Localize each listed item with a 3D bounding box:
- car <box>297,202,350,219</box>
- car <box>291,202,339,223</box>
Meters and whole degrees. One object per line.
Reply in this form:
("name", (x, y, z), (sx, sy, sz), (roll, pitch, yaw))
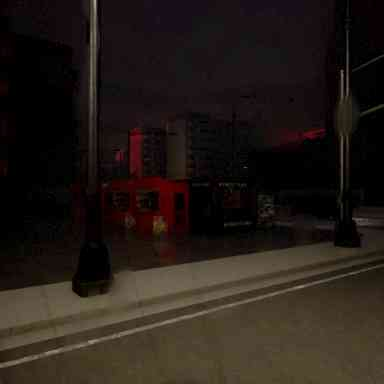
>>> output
("car", (12.086, 1.693, 30.855), (1.994, 1.385, 4.181), (0, -1, -36))
("car", (10.456, 1.610, 27.137), (1.837, 1.490, 4.892), (0, -1, -36))
